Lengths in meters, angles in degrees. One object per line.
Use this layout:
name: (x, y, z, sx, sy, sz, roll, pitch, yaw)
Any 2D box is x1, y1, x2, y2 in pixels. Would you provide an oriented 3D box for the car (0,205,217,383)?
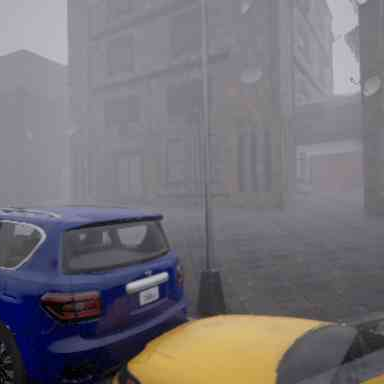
car: (-2.674, 1.231, 5.161, 5.566, 2.045, 2.435, 0, 0, 35)
